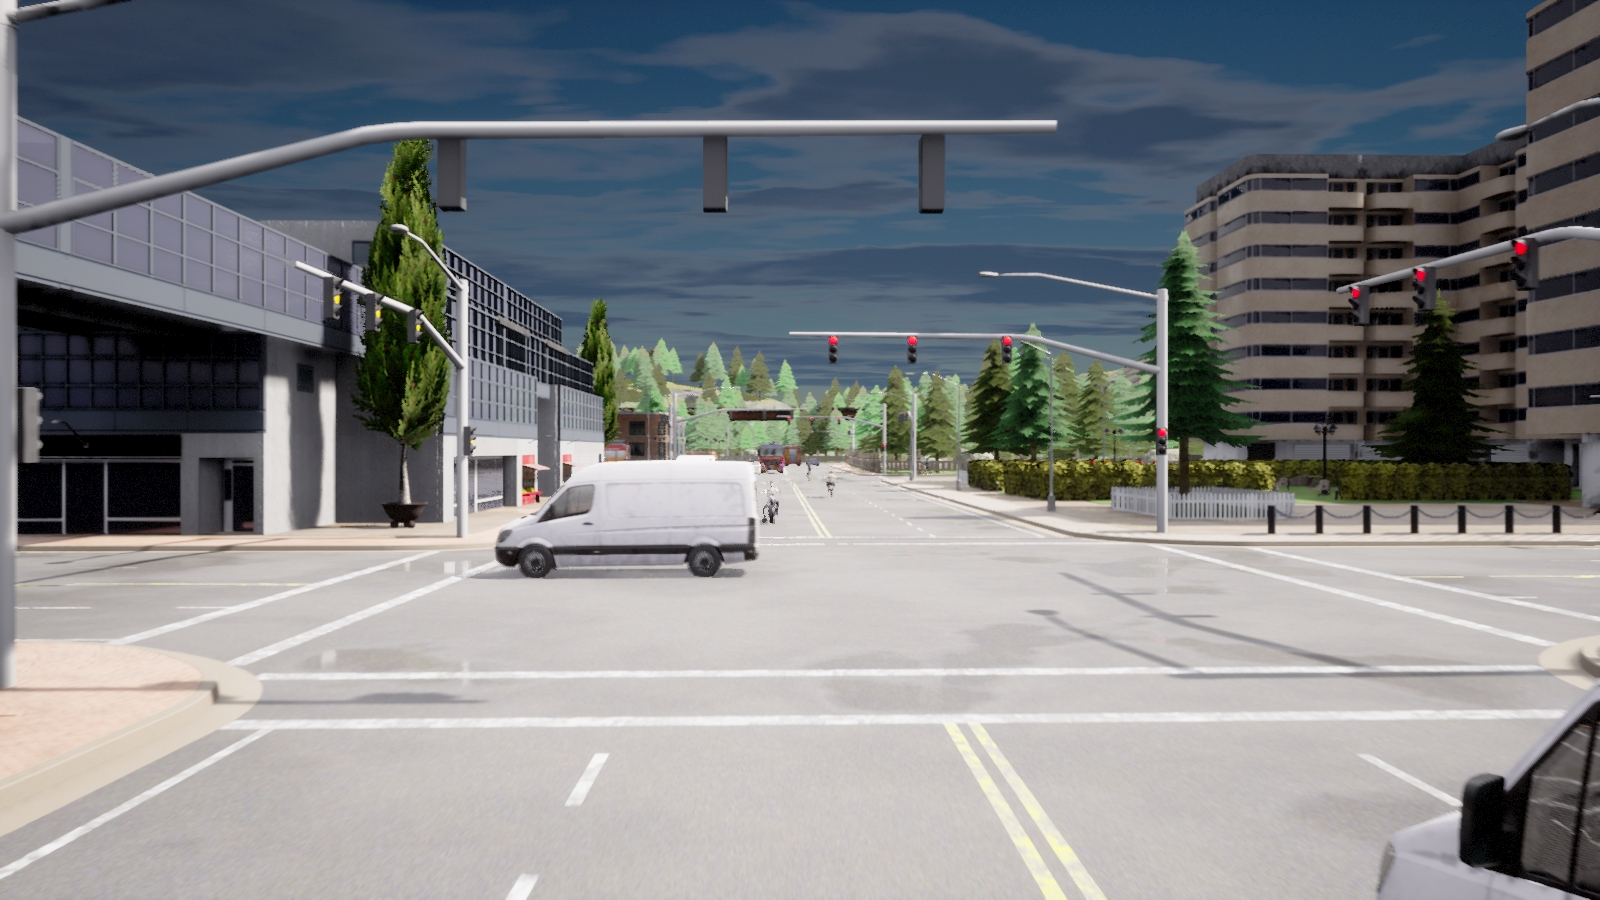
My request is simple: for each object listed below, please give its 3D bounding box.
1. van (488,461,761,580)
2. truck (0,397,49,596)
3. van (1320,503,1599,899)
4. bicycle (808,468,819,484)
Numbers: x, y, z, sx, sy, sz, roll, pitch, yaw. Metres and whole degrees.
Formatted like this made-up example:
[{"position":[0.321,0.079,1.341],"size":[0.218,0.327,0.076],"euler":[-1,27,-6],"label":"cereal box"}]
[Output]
[{"position":[-3.870,1.536,25.915],"size":[5.915,2.561,1.988],"euler":[0,0,-3],"label":"van"},{"position":[-19.629,0.893,21.920],"size":[8.468,3.827,2.891],"euler":[0,0,-1],"label":"truck"},{"position":[3.504,1.534,2.536],"size":[1.988,2.561,5.915],"euler":[0,0,0],"label":"van"},{"position":[1.138,2.165,95.273],"size":[0.859,1.276,1.487],"euler":[0,0,-2],"label":"bicycle"}]
